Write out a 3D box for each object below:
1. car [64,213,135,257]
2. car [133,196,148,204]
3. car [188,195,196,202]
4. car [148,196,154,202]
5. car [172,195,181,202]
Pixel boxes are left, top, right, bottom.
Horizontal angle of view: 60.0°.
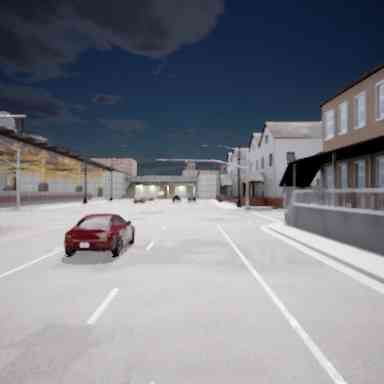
[{"bbox_3d":[-3.431,1.550,12.949,1.812,1.442,4.674,0,0,0],"label":"car"},{"bbox_3d":[-10.496,1.646,65.800,1.812,1.442,4.674,0,0,0],"label":"car"},{"bbox_3d":[0.010,1.510,75.275,2.128,1.511,4.902,0,0,0],"label":"car"},{"bbox_3d":[-10.489,1.648,81.465,1.812,1.442,4.674,0,0,0],"label":"car"},{"bbox_3d":[-3.490,1.485,75.276,1.837,1.490,4.892,0,0,0],"label":"car"}]
